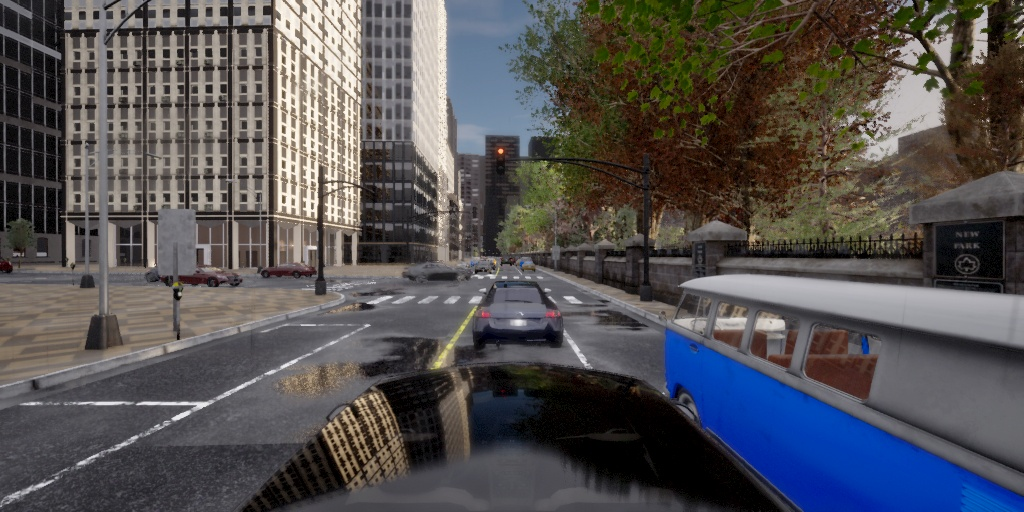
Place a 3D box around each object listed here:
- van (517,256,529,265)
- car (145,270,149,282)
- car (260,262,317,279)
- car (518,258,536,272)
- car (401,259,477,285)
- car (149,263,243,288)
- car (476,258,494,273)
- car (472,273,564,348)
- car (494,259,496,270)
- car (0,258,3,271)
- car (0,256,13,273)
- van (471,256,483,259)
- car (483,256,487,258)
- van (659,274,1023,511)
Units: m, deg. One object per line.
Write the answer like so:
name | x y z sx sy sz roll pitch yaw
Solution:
van | 1.992 1.072 51.730 1.690 1.789 3.998 0 0 -1
car | -21.577 1.086 23.739 4.181 1.385 1.994 1 0 4
car | -18.094 1.127 29.097 4.207 1.307 1.802 0 0 4
car | 2.116 1.260 46.357 1.751 1.417 4.829 0 0 -1
car | -5.329 1.188 25.478 4.902 1.511 2.128 0 1 -29
car | -18.158 1.149 20.984 4.207 1.307 1.802 0 0 4
car | -3.229 1.243 40.878 1.837 1.490 4.892 0 0 -3
car | 0.098 1.313 9.218 1.994 1.385 4.181 0 0 -1
car | -3.415 1.296 50.858 1.994 1.385 4.181 0 0 -2
car | -38.880 0.926 24.706 4.718 1.301 1.895 1 0 2
car | -45.544 0.676 30.518 4.097 1.591 1.967 0 0 1
van | -6.330 1.064 62.478 1.690 1.789 3.998 0 0 -2
car | -3.666 1.201 61.281 1.882 1.535 5.008 0 0 -1
van | 2.567 1.091 2.638 1.690 1.789 3.998 0 0 0
